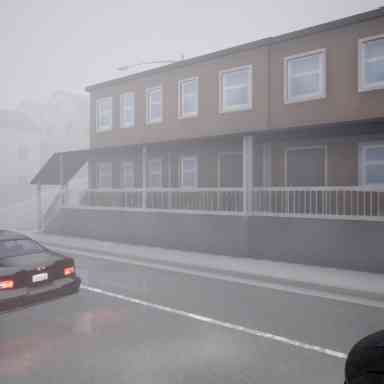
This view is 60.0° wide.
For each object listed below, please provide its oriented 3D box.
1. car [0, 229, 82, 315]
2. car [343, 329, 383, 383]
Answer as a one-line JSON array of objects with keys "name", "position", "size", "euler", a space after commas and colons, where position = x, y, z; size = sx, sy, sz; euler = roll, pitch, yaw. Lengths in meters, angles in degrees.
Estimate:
[{"name": "car", "position": [-4.709, 1.547, 7.320], "size": [5.357, 1.411, 2.033], "euler": [0, 0, 36]}, {"name": "car", "position": [3.417, 1.478, 1.551], "size": [5.008, 1.535, 1.882], "euler": [0, 0, 35]}]
